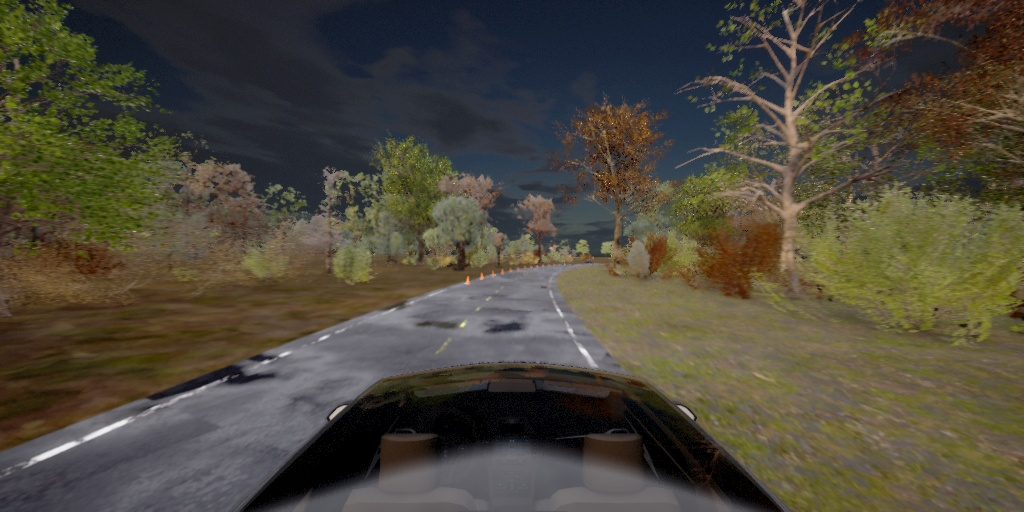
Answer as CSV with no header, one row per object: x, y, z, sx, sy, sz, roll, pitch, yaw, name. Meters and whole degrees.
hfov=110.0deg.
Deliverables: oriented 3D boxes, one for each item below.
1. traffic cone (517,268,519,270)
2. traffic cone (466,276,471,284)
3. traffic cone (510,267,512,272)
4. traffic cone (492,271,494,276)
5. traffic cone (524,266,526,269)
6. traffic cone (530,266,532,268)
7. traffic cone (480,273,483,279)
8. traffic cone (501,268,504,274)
0.840,1.723,50.280,0.340,0.580,0.340,0,0,12,traffic cone
-3.110,1.672,25.298,0.340,0.580,0.340,0,0,6,traffic cone
-0.176,1.710,45.322,0.340,0.580,0.340,0,0,11,traffic cone
-1.869,1.688,35.343,0.340,0.580,0.340,0,0,8,traffic cone
1.967,1.736,55.213,0.340,0.580,0.340,0,0,14,traffic cone
3.205,1.752,60.120,0.340,0.580,0.340,0,0,15,traffic cone
-2.546,1.679,30.328,0.340,0.580,0.340,0,0,7,traffic cone
-1.079,1.698,40.342,0.340,0.580,0.340,0,0,10,traffic cone
